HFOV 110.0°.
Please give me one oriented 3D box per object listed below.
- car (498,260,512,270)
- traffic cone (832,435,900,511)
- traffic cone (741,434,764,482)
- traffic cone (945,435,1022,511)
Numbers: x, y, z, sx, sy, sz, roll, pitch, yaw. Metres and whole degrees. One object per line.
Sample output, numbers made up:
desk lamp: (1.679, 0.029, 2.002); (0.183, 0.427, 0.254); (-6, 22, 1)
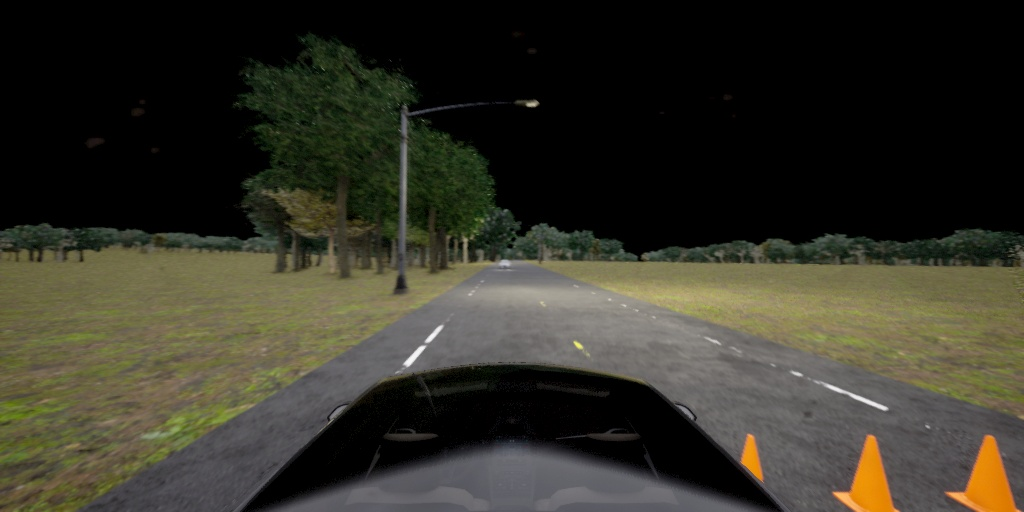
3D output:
car: (-1.145, 1.348, 56.727); (1.812, 1.442, 4.674); (1, 0, -1)
traffic cone: (2.918, 1.756, 2.915); (0.340, 0.580, 0.340); (0, 0, -2)
traffic cone: (1.919, 1.741, 2.889); (0.340, 0.580, 0.340); (0, 0, -2)
traffic cone: (3.918, 1.772, 2.942); (0.340, 0.580, 0.340); (0, 0, -2)
